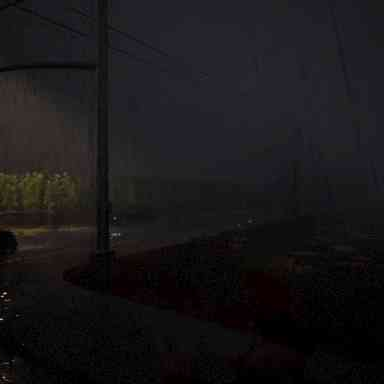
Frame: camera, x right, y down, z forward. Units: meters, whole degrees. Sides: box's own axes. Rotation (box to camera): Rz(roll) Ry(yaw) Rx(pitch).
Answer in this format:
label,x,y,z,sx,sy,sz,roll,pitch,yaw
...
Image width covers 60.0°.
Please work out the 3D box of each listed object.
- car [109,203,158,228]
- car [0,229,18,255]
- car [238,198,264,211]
label,x,y,z,sx,sy,sz,roll,pitch,yaw
car,-4.422,1.593,23.551,1.837,1.490,4.892,0,1,33
car,-7.604,1.601,10.673,1.812,1.442,4.674,-1,0,1
car,7.550,1.601,42.181,1.837,1.490,4.892,0,-1,33
